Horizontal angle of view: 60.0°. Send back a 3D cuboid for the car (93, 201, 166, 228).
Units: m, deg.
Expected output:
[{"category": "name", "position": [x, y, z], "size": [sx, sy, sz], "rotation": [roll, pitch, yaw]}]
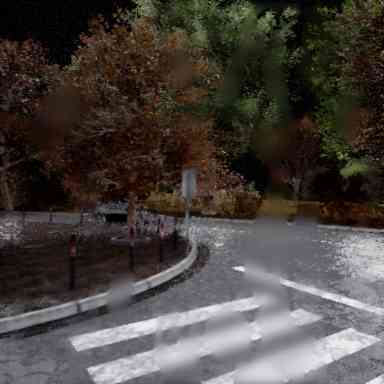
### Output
[{"category": "car", "position": [-3.988, 1.352, 21.053], "size": [4.902, 1.511, 2.128], "rotation": [1, 0, 26]}]
